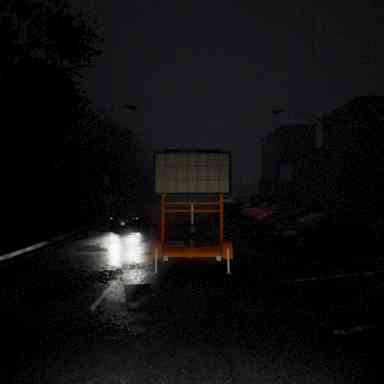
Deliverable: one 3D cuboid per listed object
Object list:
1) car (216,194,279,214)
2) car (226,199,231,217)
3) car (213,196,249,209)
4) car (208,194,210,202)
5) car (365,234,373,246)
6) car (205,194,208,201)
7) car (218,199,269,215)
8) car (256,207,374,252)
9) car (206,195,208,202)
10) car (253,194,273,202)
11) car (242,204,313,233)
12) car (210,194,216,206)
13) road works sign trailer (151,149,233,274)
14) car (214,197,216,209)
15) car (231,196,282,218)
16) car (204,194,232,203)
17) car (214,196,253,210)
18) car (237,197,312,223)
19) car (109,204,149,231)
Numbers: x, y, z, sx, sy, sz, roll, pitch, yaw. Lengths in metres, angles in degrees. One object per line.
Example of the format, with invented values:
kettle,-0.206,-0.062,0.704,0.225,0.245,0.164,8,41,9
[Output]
car,5.375,1.248,28.776,5.566,2.045,2.435,1,0,-20
car,5.367,1.535,25.797,4.674,1.452,2.002,1,0,-20
car,5.442,1.419,46.808,4.553,1.767,2.185,1,0,-20
car,5.532,1.441,52.824,4.553,1.767,2.185,1,0,-20
car,5.315,1.487,4.788,4.892,1.521,2.231,1,0,-20
car,5.352,1.605,64.772,5.366,1.575,1.946,1,0,-20
car,5.386,1.541,34.791,4.792,1.488,2.163,1,0,-20
car,5.326,1.526,13.788,4.674,1.452,2.002,1,0,-20
car,5.501,1.577,55.827,5.008,1.535,2.097,1,0,-20
car,18.554,1.453,86.830,2.435,2.045,5.566,0,0,-21
car,5.305,1.516,16.780,4.792,1.488,2.163,1,0,-20
car,5.408,1.267,37.793,5.566,2.045,2.435,1,0,-20
road works sign trailer,0.010,0.464,10.518,2.380,3.560,2.880,0,0,0
car,5.226,1.500,31.734,5.366,1.575,1.946,1,0,-20
car,5.390,1.367,22.801,4.553,1.767,2.185,1,0,-20
car,5.554,1.383,70.865,5.566,2.045,2.435,1,0,-20
car,5.428,1.409,43.806,4.553,1.767,2.185,1,0,-20
car,5.377,1.364,19.800,4.553,1.767,2.185,1,0,-20
car,-3.846,1.496,20.895,2.128,1.511,4.902,0,0,0
